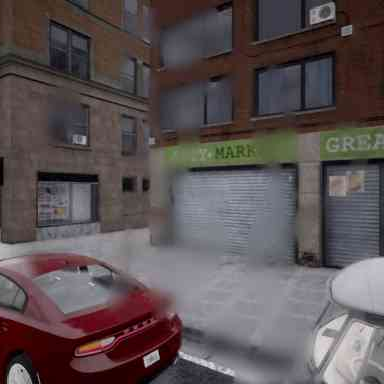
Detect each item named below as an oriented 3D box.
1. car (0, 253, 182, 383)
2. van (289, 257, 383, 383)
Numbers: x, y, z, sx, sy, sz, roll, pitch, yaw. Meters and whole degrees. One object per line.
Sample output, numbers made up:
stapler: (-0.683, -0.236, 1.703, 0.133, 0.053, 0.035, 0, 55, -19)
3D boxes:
car: (-2.223, 1.544, 4.660, 4.507, 1.381, 1.887, 0, 0, 35)
van: (2.387, 1.341, 1.375, 3.998, 1.788, 1.690, 0, 0, 35)
